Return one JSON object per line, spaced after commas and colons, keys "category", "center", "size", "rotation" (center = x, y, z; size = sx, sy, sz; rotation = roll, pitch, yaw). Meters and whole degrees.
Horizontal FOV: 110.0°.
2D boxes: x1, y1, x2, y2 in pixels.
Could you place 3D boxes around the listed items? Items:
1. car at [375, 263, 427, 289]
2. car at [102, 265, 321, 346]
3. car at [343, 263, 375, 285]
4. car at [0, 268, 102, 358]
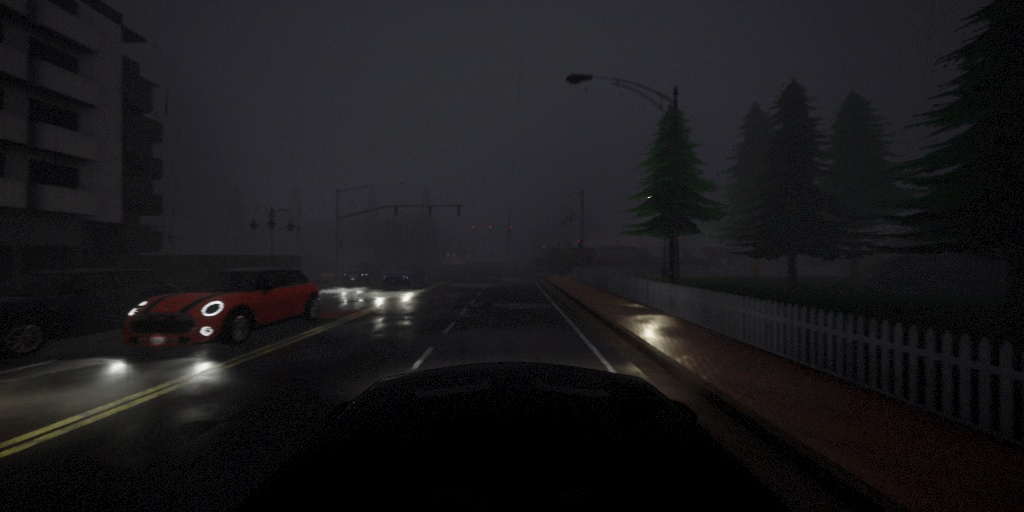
{"category": "car", "center": [-7.017, 1.233, 23.698], "size": [1.882, 1.535, 5.008], "rotation": [0, 0, 0]}
{"category": "car", "center": [-7.086, 1.105, 9.430], "size": [2.097, 1.767, 4.553], "rotation": [0, 0, 0]}
{"category": "car", "center": [-10.496, 1.251, 26.089], "size": [2.128, 1.511, 4.902], "rotation": [0, 0, 0]}
{"category": "car", "center": [-10.587, 1.104, 8.453], "size": [2.097, 1.767, 4.553], "rotation": [0, 0, 0]}
